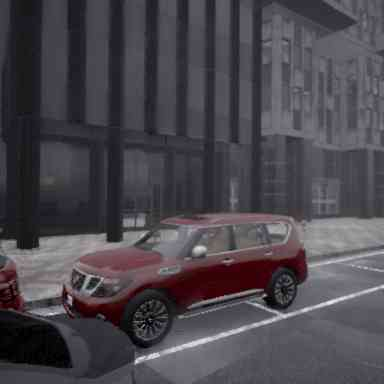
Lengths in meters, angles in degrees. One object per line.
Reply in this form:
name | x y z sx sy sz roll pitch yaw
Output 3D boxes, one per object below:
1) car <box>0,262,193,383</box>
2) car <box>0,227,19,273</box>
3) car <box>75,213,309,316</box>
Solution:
car | -2.548 1.502 1.440 4.892 1.490 1.837 1 -1 -35
car | -4.453 1.318 3.365 5.009 1.841 2.192 1 -1 -35
car | 0.188 1.383 6.568 5.009 1.841 2.192 1 -1 -35
